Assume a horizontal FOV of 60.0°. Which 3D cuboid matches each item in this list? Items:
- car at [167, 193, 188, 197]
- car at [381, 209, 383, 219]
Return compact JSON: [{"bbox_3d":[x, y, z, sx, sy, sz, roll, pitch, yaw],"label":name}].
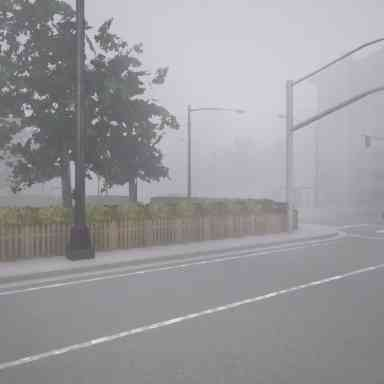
[{"bbox_3d":[-1.590,1.223,46.119,2.150,2.045,5.566,0,0,-35],"label":"car"},{"bbox_3d":[15.457,1.517,22.495,1.812,1.442,4.674,0,0,-45],"label":"car"}]
